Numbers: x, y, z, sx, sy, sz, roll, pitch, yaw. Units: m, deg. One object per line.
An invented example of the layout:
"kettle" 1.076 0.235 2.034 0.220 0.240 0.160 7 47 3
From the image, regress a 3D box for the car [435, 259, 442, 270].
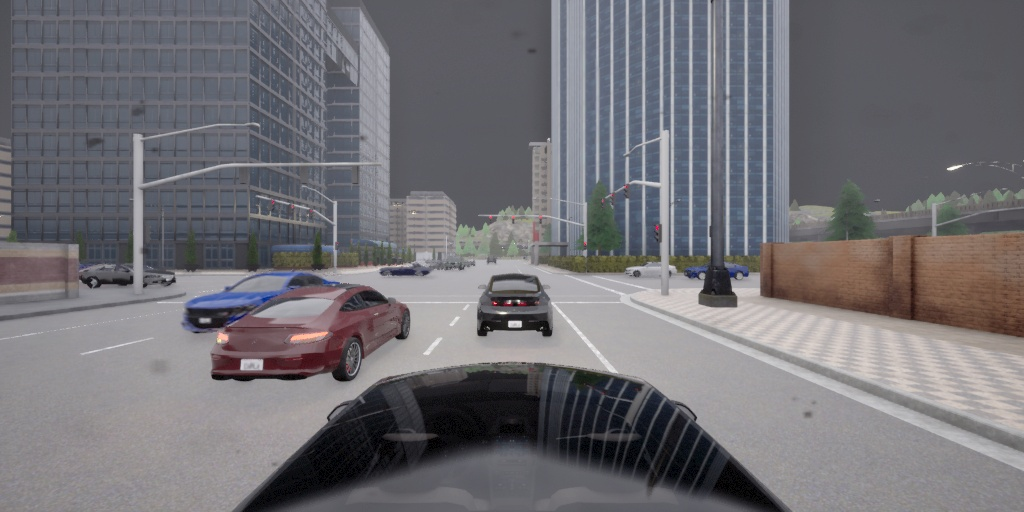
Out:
"car" -11.433 1.241 53.544 2.128 1.511 4.902 0 0 -1

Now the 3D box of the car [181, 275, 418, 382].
"car" -3.435 1.276 7.050 1.812 1.442 4.674 0 0 0

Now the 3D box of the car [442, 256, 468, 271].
"car" -7.872 0.971 50.049 2.150 2.045 5.566 0 0 -1

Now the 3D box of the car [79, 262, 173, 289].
"car" -24.218 1.241 22.766 4.902 1.511 2.128 0 0 0

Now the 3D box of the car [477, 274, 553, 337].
"car" 0.069 1.255 10.314 1.837 1.490 4.892 0 0 0

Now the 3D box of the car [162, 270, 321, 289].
"car" -7.113 1.227 10.823 1.882 1.535 5.008 0 0 0

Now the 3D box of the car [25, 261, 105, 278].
"car" -41.483 1.227 33.343 5.008 1.535 1.882 0 0 0

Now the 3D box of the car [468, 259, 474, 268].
"car" -8.010 1.314 60.001 1.994 1.385 4.181 0 0 0

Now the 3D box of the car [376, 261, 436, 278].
"car" -9.897 1.351 33.616 4.718 1.301 1.895 0 0 0

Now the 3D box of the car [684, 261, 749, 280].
"car" 17.225 1.228 30.349 5.008 1.535 1.882 0 0 0

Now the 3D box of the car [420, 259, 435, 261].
"car" -11.364 1.276 44.595 1.812 1.442 4.674 0 0 1

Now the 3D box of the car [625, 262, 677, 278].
"car" 13.044 1.276 33.796 4.674 1.442 1.812 0 0 1

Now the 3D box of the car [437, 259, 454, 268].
"car" -11.557 1.241 63.031 2.128 1.511 4.902 0 0 0
